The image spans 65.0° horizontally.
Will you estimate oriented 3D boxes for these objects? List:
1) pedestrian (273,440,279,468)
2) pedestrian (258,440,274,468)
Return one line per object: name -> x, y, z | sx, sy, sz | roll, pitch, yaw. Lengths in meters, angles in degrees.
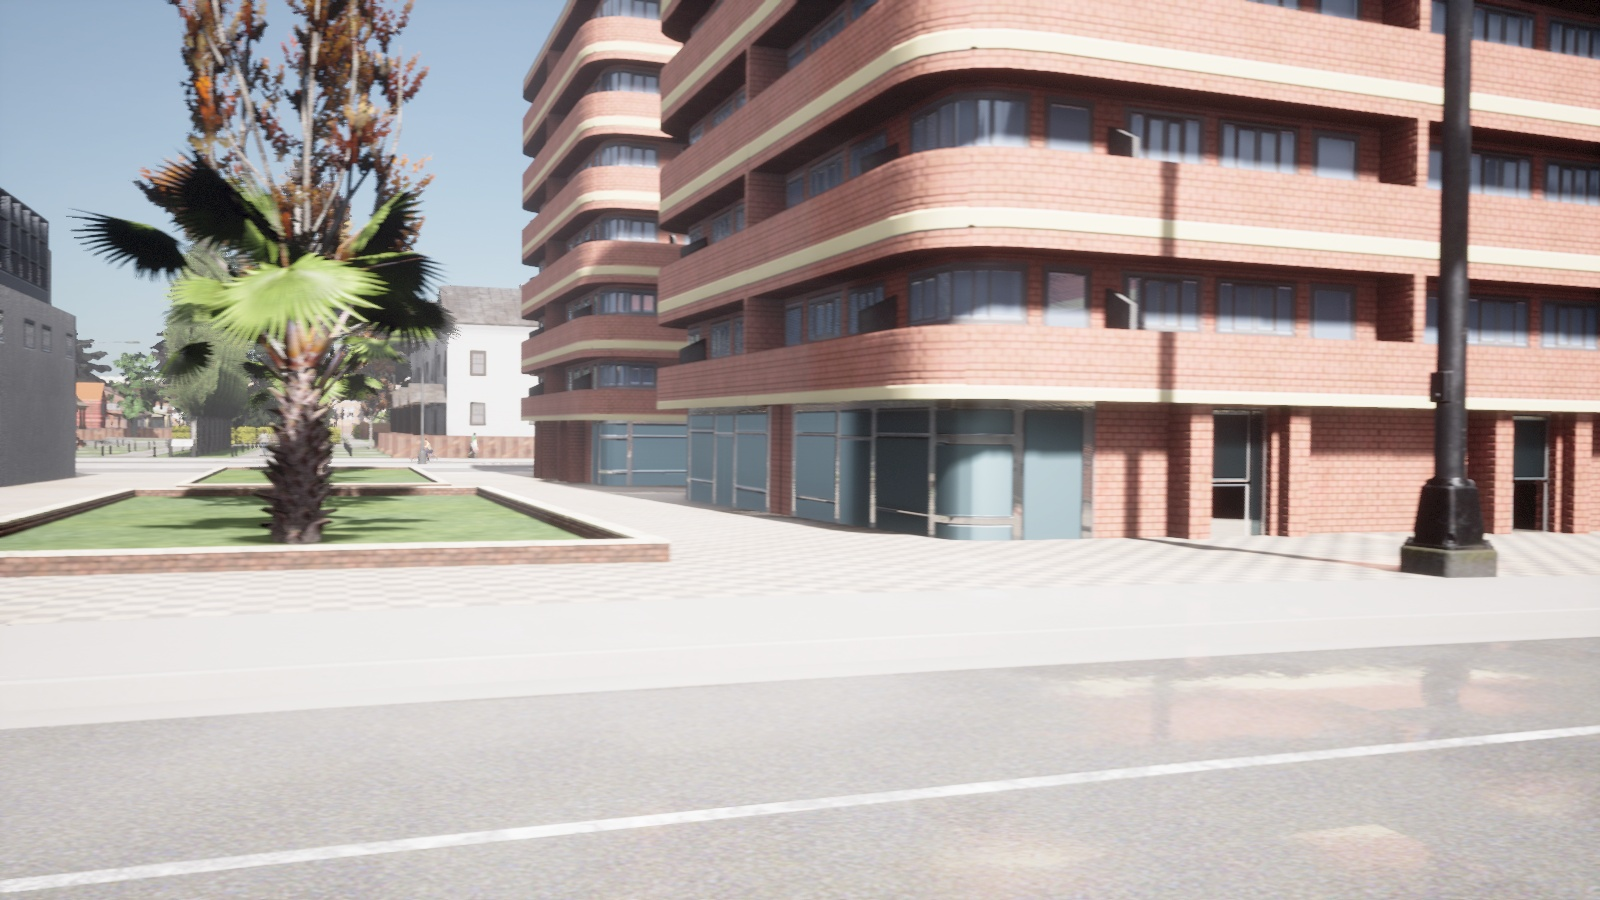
pedestrian -> -34.922, 0.248, 83.628 | 0.331, 1.846, 0.634 | -1, 1, -21
pedestrian -> -35.199, 0.265, 82.759 | 0.874, 1.855, 0.900 | -1, 1, -28
